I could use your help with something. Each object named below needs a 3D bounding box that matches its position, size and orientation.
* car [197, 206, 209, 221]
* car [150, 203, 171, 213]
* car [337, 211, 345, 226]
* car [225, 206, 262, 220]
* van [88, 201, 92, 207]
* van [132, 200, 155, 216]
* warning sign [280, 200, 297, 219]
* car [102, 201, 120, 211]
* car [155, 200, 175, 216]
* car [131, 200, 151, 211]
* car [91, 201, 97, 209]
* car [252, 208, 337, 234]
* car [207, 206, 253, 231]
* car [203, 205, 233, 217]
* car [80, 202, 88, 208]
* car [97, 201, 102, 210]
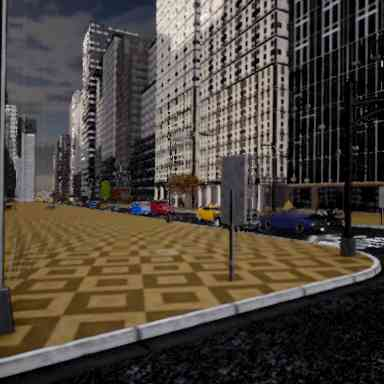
[{"bbox_3d":[2.245,2.059,31.834,1.882,1.535,5.008,1,-1,-26],"label":"car"},{"bbox_3d":[-5.146,2.577,54.154,1.837,1.490,4.892,1,-2,-26],"label":"car"},{"bbox_3d":[10.712,2.073,27.695,2.008,1.369,4.403,0,-1,-26],"label":"car"},{"bbox_3d":[5.756,2.300,37.793,1.947,1.339,4.313,0,-1,-26],"label":"car"},{"bbox_3d":[-21.595,2.840,74.494,1.690,1.788,3.998,0,-1,-26],"label":"van"},{"bbox_3d":[-6.726,2.173,44.204,1.690,1.788,3.998,0,-1,-26],"label":"van"},{"bbox_3d":[10.021,1.793,34.571,1.300,1.860,1.060,2,-1,-26],"label":"warning sign"},{"bbox_3d":[-14.158,2.712,59.346,2.008,1.369,4.403,0,-1,-26],"label":"car"},{"bbox_3d":[-4.231,2.085,45.084,2.150,2.045,5.566,1,-2,-25],"label":"car"},{"bbox_3d":[-9.741,2.499,63.516,2.150,2.045,5.566,1,-2,-26],"label":"car"},{"bbox_3d":[-19.115,2.931,69.443,1.887,1.381,4.507,0,-1,-26],"label":"car"},{"bbox_3d":[6.762,1.938,22.662,2.033,1.411,5.357,1,-1,-27],"label":"car"},{"bbox_3d":[3.189,1.957,24.004,2.008,1.369,4.403,0,-1,-26],"label":"car"},{"bbox_3d":[3.277,2.407,42.841,1.947,1.339,4.313,0,-1,-26],"label":"car"},{"bbox_3d":[-26.548,3.271,84.588,1.887,1.381,4.507,0,-1,-26],"label":"car"},{"bbox_3d":[-16.562,2.795,64.243,1.752,1.417,4.829,0,-1,-26],"label":"car"}]
